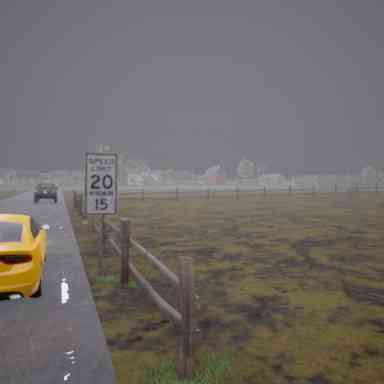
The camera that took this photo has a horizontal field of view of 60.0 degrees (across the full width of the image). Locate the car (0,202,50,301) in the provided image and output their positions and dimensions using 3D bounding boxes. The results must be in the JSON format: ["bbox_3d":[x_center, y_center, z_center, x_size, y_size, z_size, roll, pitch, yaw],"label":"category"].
[{"bbox_3d":[-4.363,1.230,7.527,1.882,1.535,5.008,0,2,-22],"label":"car"}]

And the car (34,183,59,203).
[{"bbox_3d":[-15.424,0.052,35.221,2.150,2.045,5.566,0,2,-21],"label":"car"}]

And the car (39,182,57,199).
[{"bbox_3d":[-19.336,-0.258,44.862,2.150,2.045,5.566,0,2,-22],"label":"car"}]
